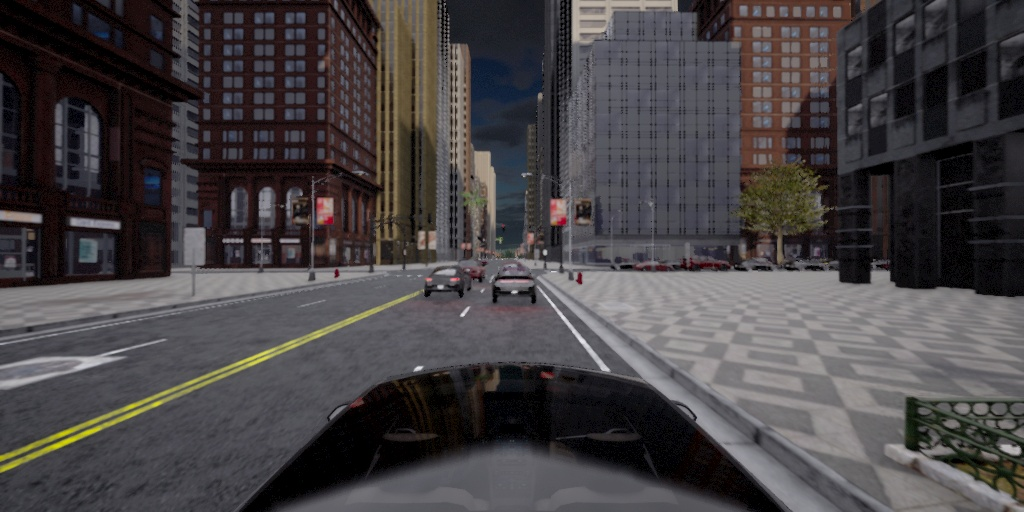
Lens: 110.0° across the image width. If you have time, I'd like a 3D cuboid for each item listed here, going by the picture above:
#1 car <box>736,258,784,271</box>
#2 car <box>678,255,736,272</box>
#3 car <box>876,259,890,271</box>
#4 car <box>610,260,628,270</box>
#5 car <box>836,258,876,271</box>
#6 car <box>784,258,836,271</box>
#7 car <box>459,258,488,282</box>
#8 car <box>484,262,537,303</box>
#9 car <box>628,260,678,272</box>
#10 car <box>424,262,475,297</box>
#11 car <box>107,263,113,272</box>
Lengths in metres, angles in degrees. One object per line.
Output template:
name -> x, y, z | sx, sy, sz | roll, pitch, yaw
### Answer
car -> 26.588, 1.087, 39.181 | 4.313, 1.339, 1.948 | 0, 0, -1
car -> 20.951, 0.853, 39.094 | 5.009, 1.841, 2.192 | 0, 0, -1
car -> 43.501, 1.023, 39.445 | 4.507, 1.381, 1.888 | 0, 0, -1
car -> 15.181, 1.183, 47.530 | 4.313, 1.339, 1.948 | 0, 0, -1
car -> 39.049, 1.014, 42.036 | 4.892, 1.490, 1.837 | -1, 0, -1
car -> 32.225, 1.071, 39.269 | 4.313, 1.339, 1.948 | 0, 0, -1
car -> -3.152, 1.012, 27.436 | 2.097, 1.767, 4.553 | 0, 0, 0
car -> 0.097, 1.174, 16.144 | 2.128, 1.511, 4.902 | 0, 0, 0
car -> 15.312, 1.140, 39.006 | 4.207, 1.307, 1.802 | 0, 0, -1
car -> -3.152, 1.203, 18.148 | 1.812, 1.442, 4.674 | 0, 0, 0
car -> -46.207, 1.441, 41.091 | 4.718, 1.301, 1.895 | 0, 0, 1
